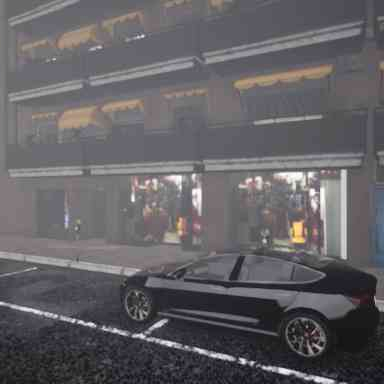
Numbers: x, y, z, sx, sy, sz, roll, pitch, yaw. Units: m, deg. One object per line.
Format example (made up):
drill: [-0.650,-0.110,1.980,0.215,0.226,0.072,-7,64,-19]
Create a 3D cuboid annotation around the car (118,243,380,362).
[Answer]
car: [0.766,1.566,5.698,4.313,1.339,1.947,0,0,27]
